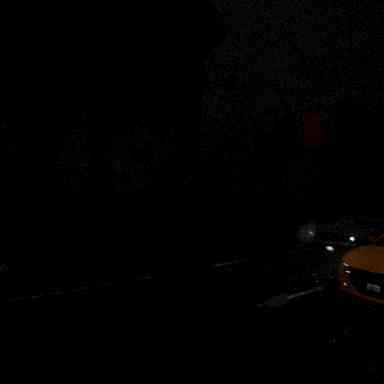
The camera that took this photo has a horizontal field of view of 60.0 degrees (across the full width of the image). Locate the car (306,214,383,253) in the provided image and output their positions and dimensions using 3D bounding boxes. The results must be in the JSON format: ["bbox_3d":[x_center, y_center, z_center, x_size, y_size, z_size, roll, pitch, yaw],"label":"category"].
[{"bbox_3d":[6.315,1.500,12.184,4.718,1.301,1.895,-1,1,-35],"label":"car"}]

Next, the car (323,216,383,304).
[{"bbox_3d":[5.315,1.429,7.478,5.008,1.535,1.882,-1,0,-36],"label":"car"}]
